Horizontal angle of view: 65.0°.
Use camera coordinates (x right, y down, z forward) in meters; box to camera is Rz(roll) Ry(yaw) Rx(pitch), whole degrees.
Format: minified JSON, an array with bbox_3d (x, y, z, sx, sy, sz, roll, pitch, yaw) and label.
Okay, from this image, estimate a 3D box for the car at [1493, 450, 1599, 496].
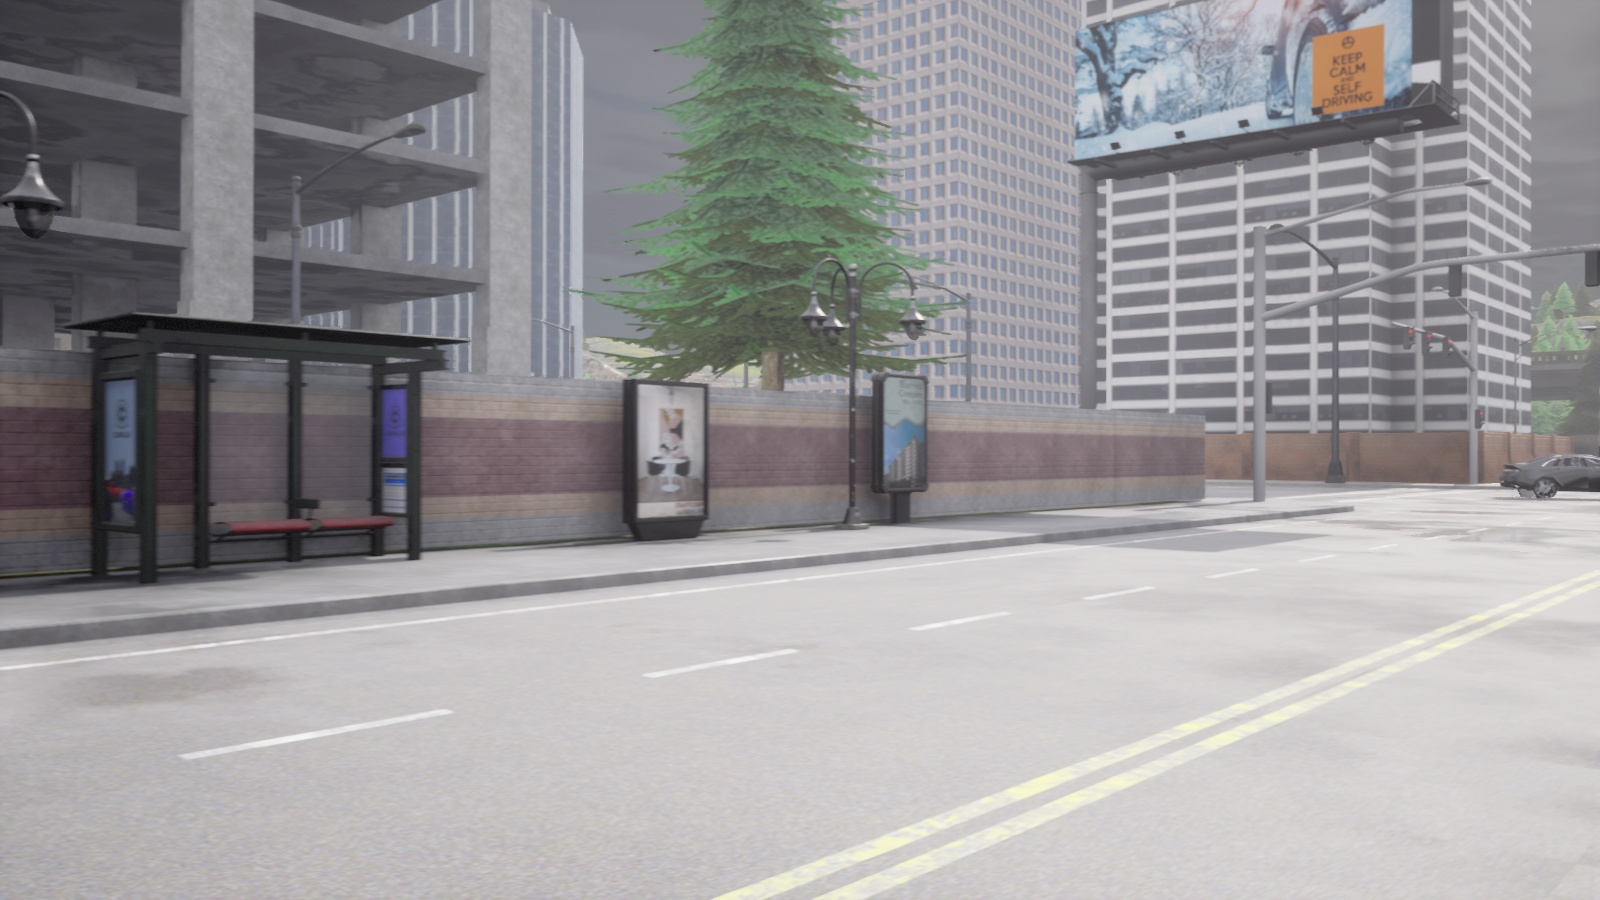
[{"bbox_3d":[26.282,0.749,42.131,4.902,1.511,2.128,0,0,13],"label":"car"}]
